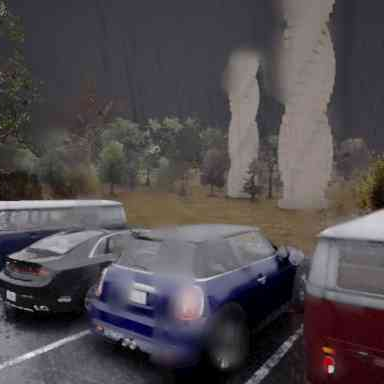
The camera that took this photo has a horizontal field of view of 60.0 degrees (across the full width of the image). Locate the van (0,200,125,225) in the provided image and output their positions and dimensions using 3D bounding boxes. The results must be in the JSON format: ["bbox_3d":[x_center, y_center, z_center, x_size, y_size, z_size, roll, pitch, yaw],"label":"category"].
[{"bbox_3d":[-3.897,1.215,9.006,1.878,1.987,4.442,1,0,35],"label":"van"}]

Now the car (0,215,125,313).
[{"bbox_3d":[-1.588,1.459,7.496,2.231,1.521,4.892,0,0,35],"label":"car"}]

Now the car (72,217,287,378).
[{"bbox_3d":[0.537,1.346,5.950,2.185,1.767,4.553,0,0,35],"label":"car"}]

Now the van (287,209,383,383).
[{"bbox_3d":[2.972,1.254,4.396,1.878,1.987,4.442,0,0,35],"label":"van"}]
